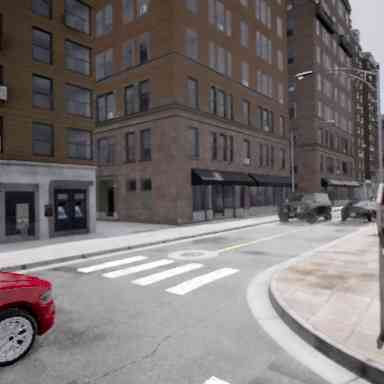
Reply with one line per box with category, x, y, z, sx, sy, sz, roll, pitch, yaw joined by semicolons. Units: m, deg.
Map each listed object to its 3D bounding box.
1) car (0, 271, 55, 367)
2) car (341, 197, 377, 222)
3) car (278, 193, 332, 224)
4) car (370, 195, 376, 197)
car;-4.065;1.495;3.620;1.882;1.535;5.008;-1;0;39
car;11.983;1.294;23.575;1.812;1.442;4.674;-2;-1;39
car;8.108;1.082;23.475;2.150;2.045;5.566;-2;-1;39
car;23.499;1.207;42.434;1.837;1.490;4.892;-2;-1;39
